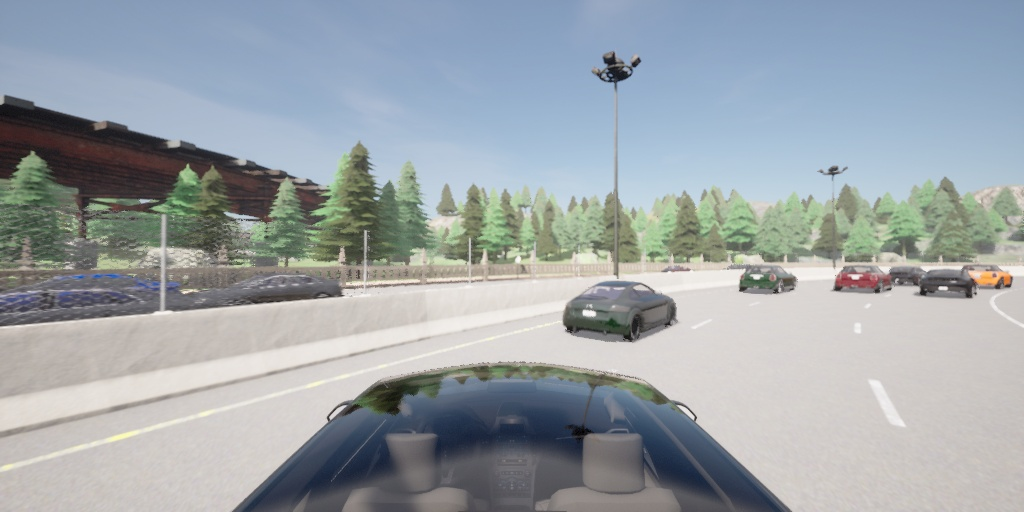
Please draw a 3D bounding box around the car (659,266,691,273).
[{"bbox_3d":[19.142,1.826,41.947,4.181,1.385,1.994,0,-1,-31],"label":"car"}]

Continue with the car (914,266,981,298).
[{"bbox_3d":[24.651,1.481,20.247,4.892,1.490,1.837,1,-1,-35],"label":"car"}]

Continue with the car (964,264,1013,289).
[{"bbox_3d":[34.124,1.398,25.966,4.553,1.767,2.097,0,-1,-29],"label":"car"}]

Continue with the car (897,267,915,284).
[{"bbox_3d":[31.507,1.581,28.528,4.892,1.490,1.837,0,-1,-29],"label":"car"}]

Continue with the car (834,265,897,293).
[{"bbox_3d":[22.736,1.360,23.144,4.553,1.767,2.097,0,-1,-35],"label":"car"}]

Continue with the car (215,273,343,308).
[{"bbox_3d":[-8.652,1.361,12.853,2.128,1.511,4.902,-1,-1,38],"label":"car"}]

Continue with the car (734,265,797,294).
[{"bbox_3d":[16.318,1.351,22.796,4.553,1.767,2.097,1,-1,-39],"label":"car"}]

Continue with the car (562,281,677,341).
[{"bbox_3d":[3.236,1.414,10.416,1.994,1.385,4.181,-1,-1,41],"label":"car"}]

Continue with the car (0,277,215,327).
[{"bbox_3d":[-8.950,1.290,6.591,2.128,1.511,4.902,-1,-1,36],"label":"car"}]

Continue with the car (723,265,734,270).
[{"bbox_3d":[22.712,1.652,35.928,4.892,1.490,1.837,0,-1,-31],"label":"car"}]

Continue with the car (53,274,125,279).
[{"bbox_3d":[-14.000,1.329,11.550,1.882,1.535,5.008,-1,-1,36],"label":"car"}]
